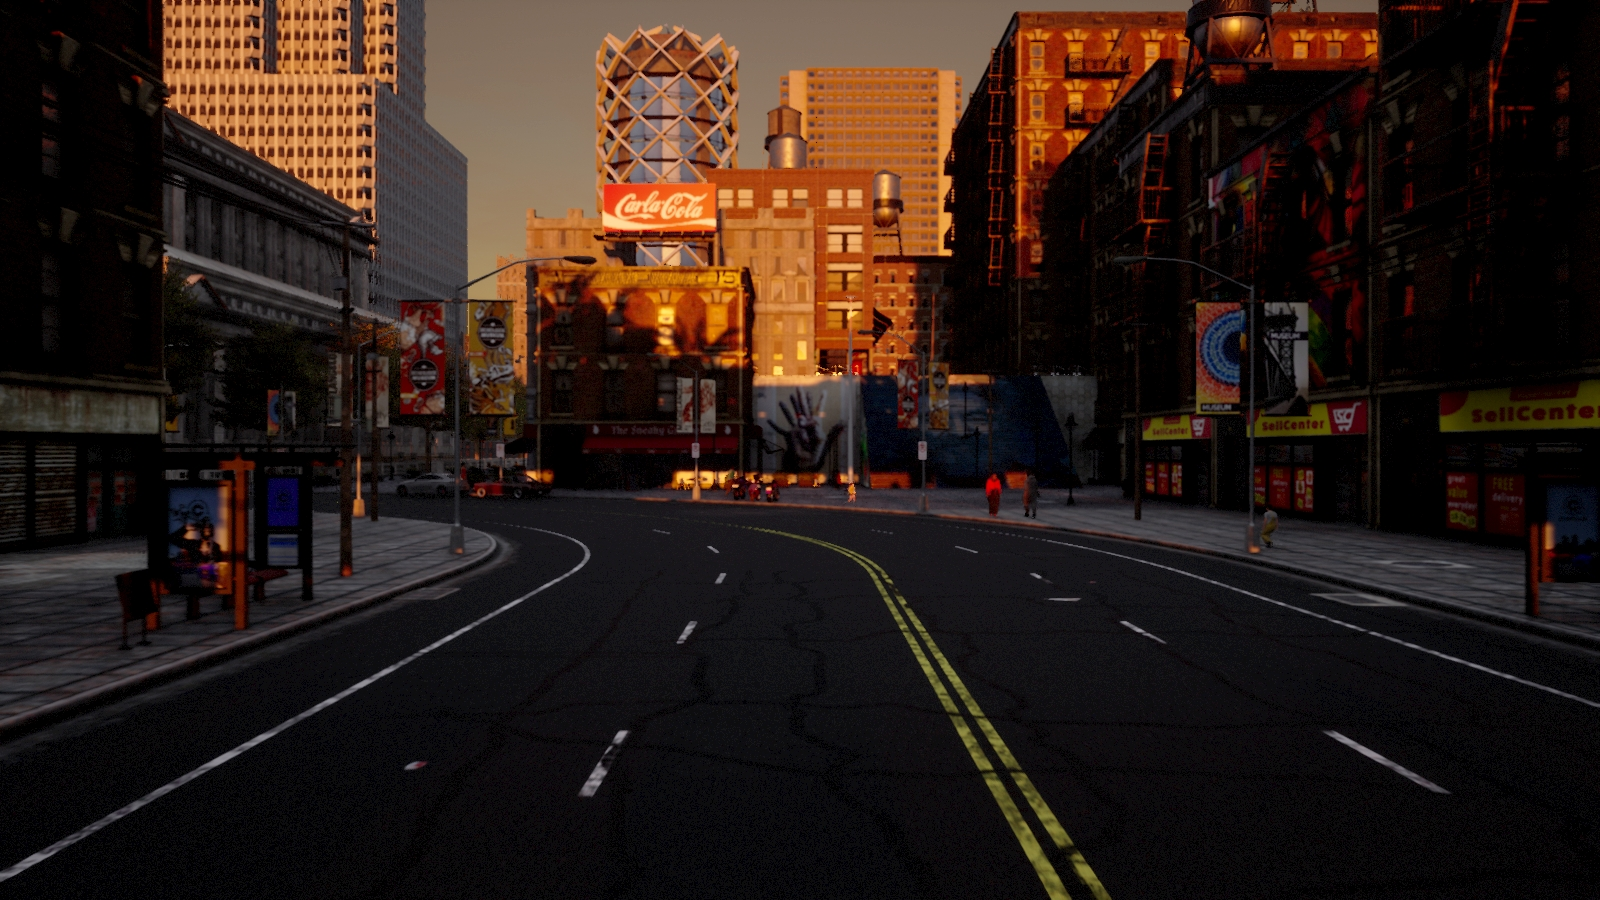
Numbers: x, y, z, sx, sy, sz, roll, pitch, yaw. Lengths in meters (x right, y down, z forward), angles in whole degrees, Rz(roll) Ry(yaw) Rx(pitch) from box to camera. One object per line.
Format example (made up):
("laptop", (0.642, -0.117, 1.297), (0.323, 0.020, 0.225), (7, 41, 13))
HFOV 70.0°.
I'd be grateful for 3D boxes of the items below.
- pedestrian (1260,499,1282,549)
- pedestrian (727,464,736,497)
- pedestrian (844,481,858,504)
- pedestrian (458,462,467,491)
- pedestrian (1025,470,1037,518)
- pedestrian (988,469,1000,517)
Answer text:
("pedestrian", (12.610, 1.977, 30.592), (0.375, 1.300, 0.375), (0, 0, -18))
("pedestrian", (-3.847, 1.698, 64.060), (0.375, 1.860, 0.375), (0, 0, -45))
("pedestrian", (2.510, 2.077, 55.994), (0.500, 1.100, 0.500), (0, 0, -33))
("pedestrian", (-21.496, 1.698, 72.767), (0.375, 1.860, 0.375), (0, 0, 28))
("pedestrian", (8.932, 1.697, 44.164), (0.375, 1.860, 0.375), (0, 0, -9))
("pedestrian", (7.644, 1.697, 44.981), (0.375, 1.860, 0.375), (0, 0, -2))
